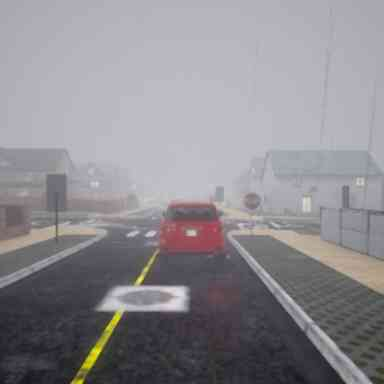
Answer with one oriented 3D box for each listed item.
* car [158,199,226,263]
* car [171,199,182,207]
[{"bbox_3d":[0.012,1.327,12.581,2.150,2.045,5.566,0,0,0],"label":"car"},{"bbox_3d":[-2.791,2.026,62.274,1.812,1.442,4.674,0,0,1],"label":"car"}]
